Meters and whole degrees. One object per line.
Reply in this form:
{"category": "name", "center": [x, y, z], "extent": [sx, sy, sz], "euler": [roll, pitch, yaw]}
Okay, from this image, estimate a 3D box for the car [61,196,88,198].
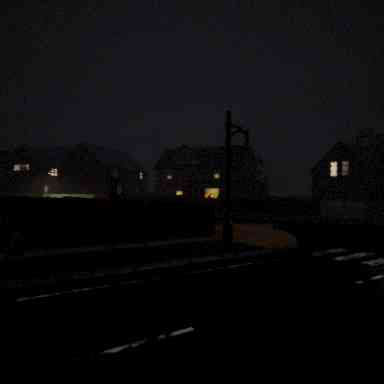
{"category": "car", "center": [-9.097, 1.076, 26.761], "extent": [4.902, 1.511, 2.128], "euler": [1, 0, 19]}
